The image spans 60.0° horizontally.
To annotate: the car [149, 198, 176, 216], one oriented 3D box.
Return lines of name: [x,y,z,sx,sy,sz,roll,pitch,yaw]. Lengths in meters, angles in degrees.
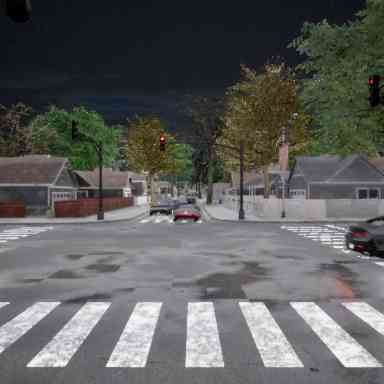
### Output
car: [-3.021,1.567,32.915,2.033,1.411,5.357,0,0,0]

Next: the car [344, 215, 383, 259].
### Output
car: [7.482,1.453,10.589,4.892,1.490,1.837,0,0,0]

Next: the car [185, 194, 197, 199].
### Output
car: [-0.179,1.560,61.968,1.837,1.490,4.892,0,0,0]

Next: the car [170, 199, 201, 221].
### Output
car: [-0.352,1.577,27.406,1.994,1.385,4.181,0,0,4]

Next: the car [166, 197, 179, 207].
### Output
car: [-3.016,1.568,53.053,1.812,1.442,4.674,0,0,0]

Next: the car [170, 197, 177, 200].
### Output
car: [-2.999,1.594,42.803,1.994,1.385,4.181,0,0,0]
